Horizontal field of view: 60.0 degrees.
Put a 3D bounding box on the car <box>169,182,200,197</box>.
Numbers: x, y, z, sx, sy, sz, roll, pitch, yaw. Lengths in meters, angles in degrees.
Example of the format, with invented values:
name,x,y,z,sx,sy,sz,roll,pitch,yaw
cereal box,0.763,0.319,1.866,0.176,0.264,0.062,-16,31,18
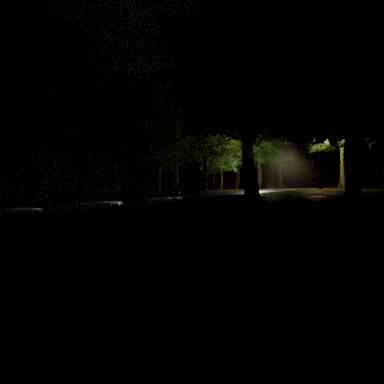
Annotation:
name,x,y,z,sx,sy,sz,roll,pitch,yaw
car,-1.021,-0.410,49.943,2.150,2.045,5.566,-1,2,37

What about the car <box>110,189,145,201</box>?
name,x,y,z,sx,sy,sz,roll,pitch,yaw
car,-7.888,0.325,41.022,1.812,1.442,4.674,-1,2,37

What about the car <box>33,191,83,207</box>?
name,x,y,z,sx,sy,sz,roll,pitch,yaw
car,-13.513,0.666,33.731,1.837,1.490,4.892,-1,2,38
